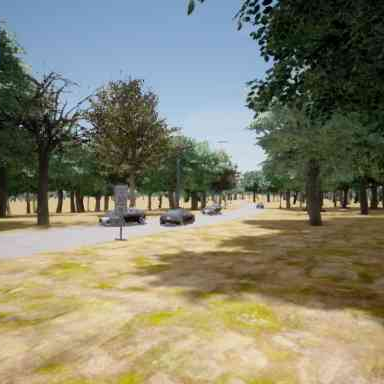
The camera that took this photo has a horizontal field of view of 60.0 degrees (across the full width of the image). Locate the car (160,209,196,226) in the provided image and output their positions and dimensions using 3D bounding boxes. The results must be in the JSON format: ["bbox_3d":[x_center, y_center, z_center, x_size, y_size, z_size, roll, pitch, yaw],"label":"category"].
[{"bbox_3d":[-1.171,2.214,29.835,1.994,1.385,4.181,1,-1,23],"label":"car"}]

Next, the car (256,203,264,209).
[{"bbox_3d":[18.341,3.719,89.534,1.994,1.385,4.181,1,-1,13],"label":"car"}]

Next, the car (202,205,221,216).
[{"bbox_3d":[2.892,2.626,48.345,2.128,1.511,4.902,1,-2,21],"label":"car"}]

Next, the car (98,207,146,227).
[{"bbox_3d":[-5.627,1.994,27.364,2.128,1.511,4.902,1,-1,23],"label":"car"}]
